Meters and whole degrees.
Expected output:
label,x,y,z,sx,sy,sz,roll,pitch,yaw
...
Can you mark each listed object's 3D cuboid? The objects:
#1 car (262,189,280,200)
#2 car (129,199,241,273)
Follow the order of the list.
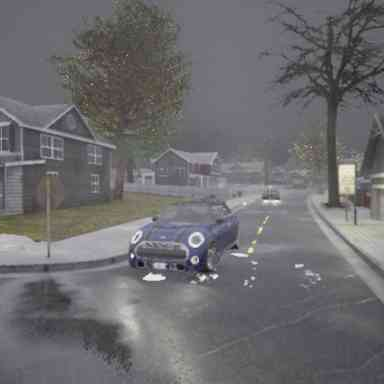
label,x,y,z,sx,sy,sz,roll,pitch,yaw
car,9.991,0.272,41.892,1.994,1.385,4.181,0,2,19
car,0.014,1.060,9.814,2.097,1.767,4.553,0,1,20
